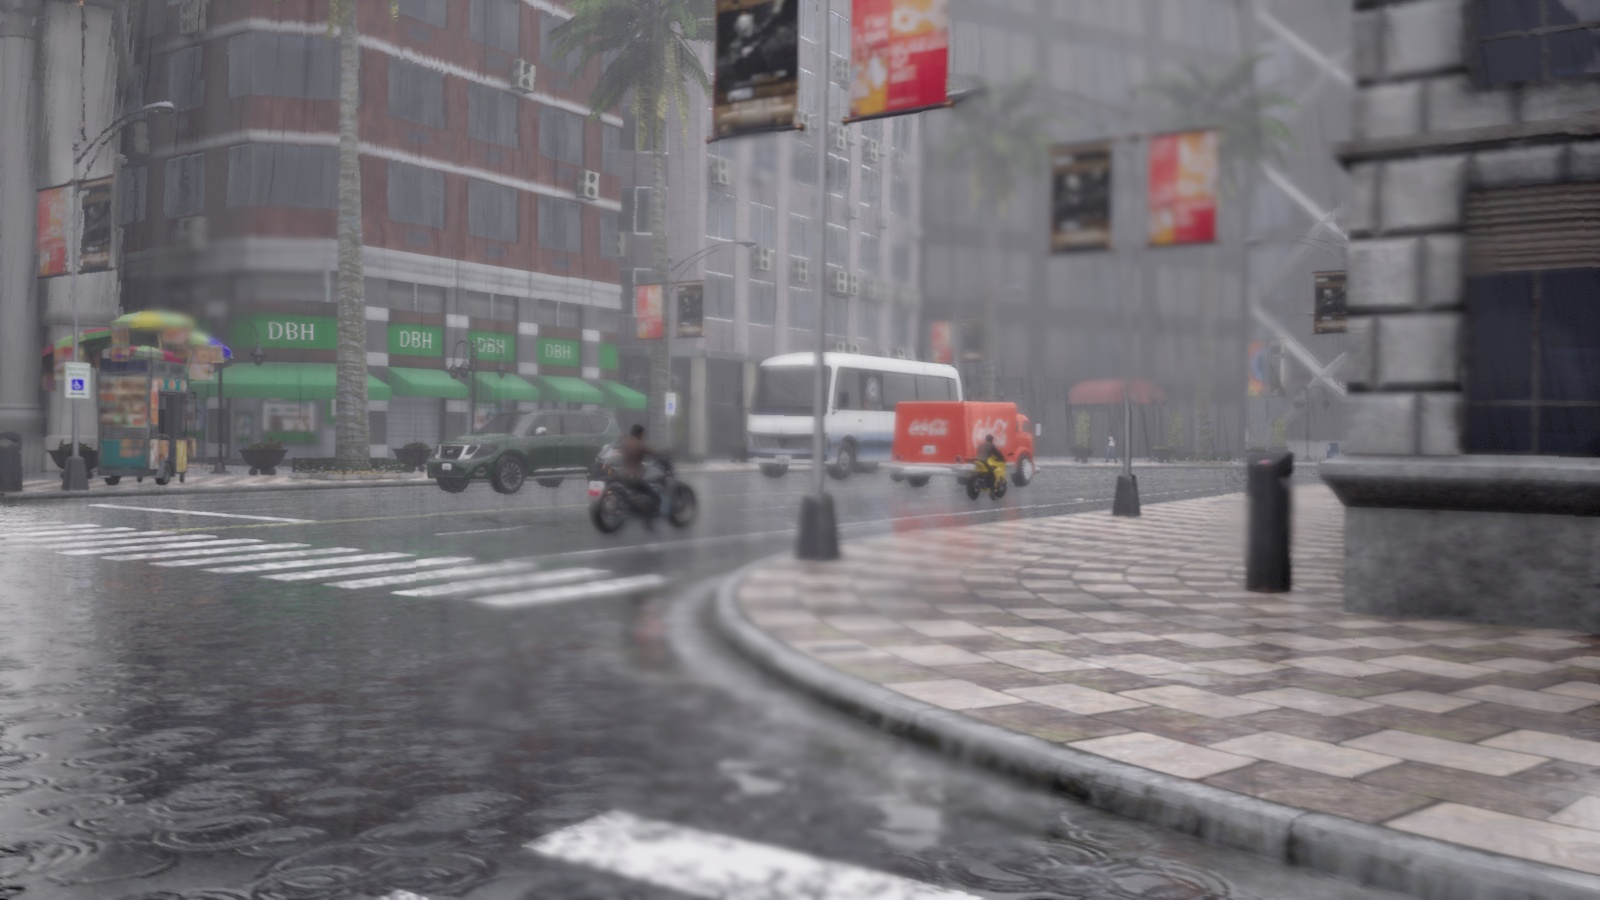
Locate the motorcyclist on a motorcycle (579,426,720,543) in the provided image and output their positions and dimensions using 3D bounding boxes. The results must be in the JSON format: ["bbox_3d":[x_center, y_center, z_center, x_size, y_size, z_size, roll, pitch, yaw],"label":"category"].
[{"bbox_3d":[-2.218,0.479,18.874,0.766,1.649,2.350,0,1,34],"label":"motorcyclist on a motorcycle"}]

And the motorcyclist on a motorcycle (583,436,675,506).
[{"bbox_3d":[-3.933,0.456,29.075,0.866,1.530,2.191,0,1,34],"label":"motorcyclist on a motorcycle"}]

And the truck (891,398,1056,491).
[{"bbox_3d":[5.109,-0.211,36.319,2.627,2.467,5.204,0,1,35],"label":"truck"}]

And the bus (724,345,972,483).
[{"bbox_3d":[2.009,-1.179,44.172,3.944,4.253,10.273,0,1,34],"label":"bus"}]

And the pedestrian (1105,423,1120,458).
[{"bbox_3d":[16.653,-0.517,66.968,0.706,1.836,0.354,-1,1,-32],"label":"pedestrian"}]

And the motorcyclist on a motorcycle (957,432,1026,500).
[{"bbox_3d":[4.452,0.342,29.121,0.797,1.523,2.044,0,1,34],"label":"motorcyclist on a motorcycle"}]

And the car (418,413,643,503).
[{"bbox_3d":[-6.577,0.129,31.343,2.150,2.045,5.566,0,1,33],"label":"car"}]
